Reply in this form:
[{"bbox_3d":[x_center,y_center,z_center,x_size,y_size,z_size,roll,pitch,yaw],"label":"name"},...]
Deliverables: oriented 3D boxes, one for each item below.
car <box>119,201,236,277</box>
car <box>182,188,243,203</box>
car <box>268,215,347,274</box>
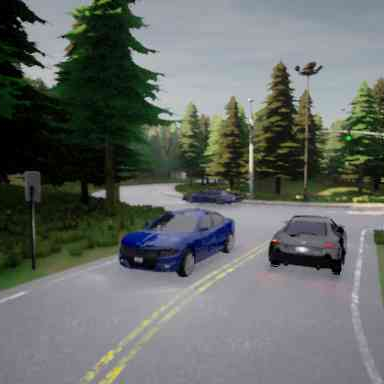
[{"bbox_3d":[-0.183,1.298,10.214,1.882,1.535,5.008,2,2,26],"label":"car"},{"bbox_3d":[1.751,0.364,29.078,5.357,1.411,2.033,2,4,33],"label":"car"},{"bbox_3d":[3.788,1.432,10.563,1.994,1.385,4.181,2,2,26],"label":"car"}]
